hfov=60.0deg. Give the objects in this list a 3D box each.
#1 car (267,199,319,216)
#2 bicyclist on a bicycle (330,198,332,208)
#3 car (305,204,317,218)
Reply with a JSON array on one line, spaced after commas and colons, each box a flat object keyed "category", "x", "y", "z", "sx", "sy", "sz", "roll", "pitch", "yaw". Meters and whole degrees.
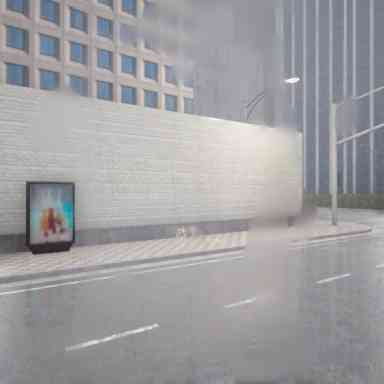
[{"category": "car", "x": 10.446, "y": 1.547, "z": 34.856, "sx": 2.128, "sy": 1.511, "sz": 4.902, "roll": 0, "pitch": 0, "yaw": -36}, {"category": "bicyclist on a bicycle", "x": 18.668, "y": 1.356, "z": 43.951, "sx": 1.656, "sy": 1.620, "sz": 0.582, "roll": 0, "pitch": 0, "yaw": -36}, {"category": "car", "x": 9.065, "y": 1.533, "z": 30.770, "sx": 1.882, "sy": 1.535, "sz": 5.008, "roll": 0, "pitch": 0, "yaw": -36}]
